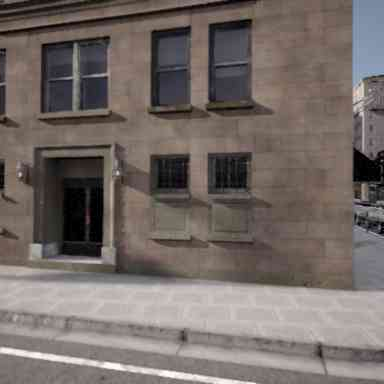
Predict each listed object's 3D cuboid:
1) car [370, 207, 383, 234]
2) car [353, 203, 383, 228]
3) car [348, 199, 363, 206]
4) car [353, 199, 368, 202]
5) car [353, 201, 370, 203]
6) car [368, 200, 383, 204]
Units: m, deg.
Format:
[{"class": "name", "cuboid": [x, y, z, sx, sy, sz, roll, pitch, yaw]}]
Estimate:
[{"class": "car", "cuboid": [11.374, 1.737, 17.825, 1.947, 1.339, 4.313, 1, 0, 14]}, {"class": "car", "cuboid": [12.693, 1.747, 23.195, 2.008, 1.369, 4.403, 1, 0, 14]}, {"class": "car", "cuboid": [31.520, 1.982, 64.139, 1.802, 1.307, 4.206, 1, 0, 14]}, {"class": "car", "cuboid": [30.202, 1.943, 58.768, 1.947, 1.339, 4.313, 1, 0, 14]}, {"class": "car", "cuboid": [14.011, 1.765, 28.565, 1.887, 1.381, 4.507, 1, 0, 14]}, {"class": "car", "cuboid": [27.566, 1.882, 48.025, 2.008, 1.369, 4.403, 1, 0, 14]}]
